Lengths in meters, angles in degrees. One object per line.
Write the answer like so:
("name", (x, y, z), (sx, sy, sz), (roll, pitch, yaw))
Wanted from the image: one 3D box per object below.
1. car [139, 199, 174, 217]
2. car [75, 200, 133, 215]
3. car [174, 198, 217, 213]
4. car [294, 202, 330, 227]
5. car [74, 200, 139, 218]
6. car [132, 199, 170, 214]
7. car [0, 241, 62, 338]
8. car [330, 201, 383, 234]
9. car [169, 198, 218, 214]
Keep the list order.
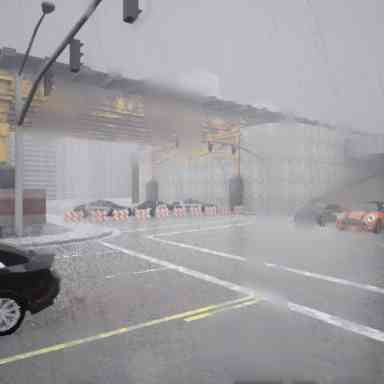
("car", (-3.780, 1.453, 31.497), (2.038, 1.542, 4.974), (0, 0, 18))
("car", (-7.575, 1.295, 28.818), (4.536, 1.218, 1.853), (0, 0, 8))
("car", (0.077, 1.295, 35.252), (4.536, 1.218, 1.853), (0, 0, -7))
("car", (8.929, 1.507, 23.105), (4.892, 1.490, 1.837), (1, -1, -43))
("car", (-7.524, 1.453, 28.811), (4.974, 1.542, 2.038), (0, 0, 8))
("car", (-3.764, 1.295, 31.547), (1.853, 1.218, 4.536), (0, 0, 18))
("car", (-4.590, 1.504, 5.028), (4.892, 1.490, 1.837), (0, 0, -36))
("car", (10.145, 1.351, 19.342), (2.097, 1.767, 4.553), (0, 0, 44))
("car", (0.129, 1.453, 35.259), (4.974, 1.542, 2.038), (0, 0, -7))
